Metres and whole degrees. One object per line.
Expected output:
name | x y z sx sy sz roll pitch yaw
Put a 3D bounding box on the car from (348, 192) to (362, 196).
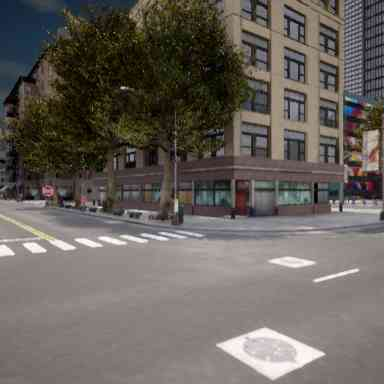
car | 39.926 1.272 84.591 2.002 1.452 4.674 0 0 -36
